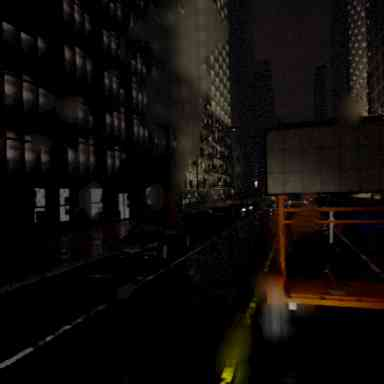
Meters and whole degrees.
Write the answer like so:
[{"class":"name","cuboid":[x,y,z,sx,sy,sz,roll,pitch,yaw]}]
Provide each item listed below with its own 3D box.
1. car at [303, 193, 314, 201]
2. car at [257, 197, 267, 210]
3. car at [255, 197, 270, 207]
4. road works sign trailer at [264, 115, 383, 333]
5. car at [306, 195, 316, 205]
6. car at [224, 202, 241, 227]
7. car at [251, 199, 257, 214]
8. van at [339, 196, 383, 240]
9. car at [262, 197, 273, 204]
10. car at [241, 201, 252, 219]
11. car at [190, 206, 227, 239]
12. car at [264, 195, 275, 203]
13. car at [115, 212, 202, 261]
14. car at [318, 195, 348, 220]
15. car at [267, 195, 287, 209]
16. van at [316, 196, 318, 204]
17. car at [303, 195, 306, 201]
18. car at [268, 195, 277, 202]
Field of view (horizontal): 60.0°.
[{"class":"car","cuboid":[28.303,1.120,80.997,2.192,1.841,5.009,-2,-1,17]},{"class":"car","cuboid":[8.660,1.663,45.401,2.008,1.369,4.403,-2,-1,17]},{"class":"car","cuboid":[11.987,1.651,56.270,2.008,1.369,4.403,-2,-1,17]},{"class":"road works sign trailer","cuboid":[2.666,0.437,6.401,2.380,3.560,2.880,-2,0,17]},{"class":"car","cuboid":[19.997,1.387,53.819,2.008,1.369,4.403,-2,-1,17]},{"class":"car","cuboid":[2.008,1.680,23.662,1.887,1.381,4.507,-2,-1,17]},{"class":"car","cuboid":[5.335,1.706,34.531,1.802,1.307,4.206,-2,-1,17]},{"class":"van","cuboid":[8.346,1.218,15.778,1.690,1.788,3.998,-2,-1,17]},{"class":"car","cuboid":[15.314,1.670,67.140,1.802,1.307,4.206,-2,-1,17]},{"class":"car","cuboid":[3.670,1.681,29.097,2.008,1.369,4.403,-2,-1,17]},{"class":"car","cuboid":[0.345,1.707,18.227,1.947,1.339,4.313,-2,-1,17]},{"class":"car","cuboid":[16.972,1.522,72.576,1.967,1.590,4.097,-2,-1,17]},{"class":"car","cuboid":[-1.319,1.698,12.792,2.008,1.369,4.403,-2,-1,17]},{"class":"car","cuboid":[11.671,1.181,26.648,2.192,1.841,5.009,-2,-1,17]},{"class":"car","cuboid":[11.427,1.521,45.473,2.128,1.511,4.902,-2,-1,17]},{"class":"van","cuboid":[13.335,1.201,32.082,1.690,1.788,3.998,-2,-1,17]},{"class":"car","cuboid":[26.640,1.127,75.562,2.192,1.841,5.009,-2,-1,17]},{"class":"car","cuboid":[20.252,1.595,83.283,1.752,1.417,4.829,-2,-1,17]}]
